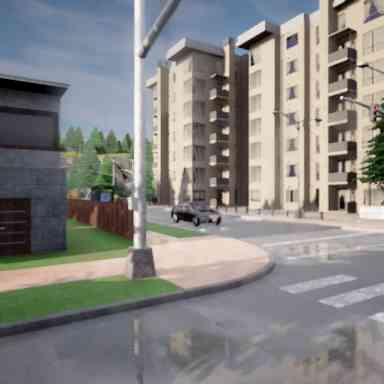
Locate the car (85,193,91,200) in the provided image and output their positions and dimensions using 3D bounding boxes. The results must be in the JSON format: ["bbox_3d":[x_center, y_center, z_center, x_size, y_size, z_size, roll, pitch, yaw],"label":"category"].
[{"bbox_3d":[-13.986,0.960,48.061,2.150,2.045,5.566,0,0,-30],"label":"car"}]

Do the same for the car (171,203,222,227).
[{"bbox_3d":[0.214,1.509,23.297,2.128,1.511,4.902,0,0,-30],"label":"car"}]

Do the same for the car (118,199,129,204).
[{"bbox_3d":[-6.414,1.505,34.780,2.128,1.511,4.902,0,1,-30],"label":"car"}]
